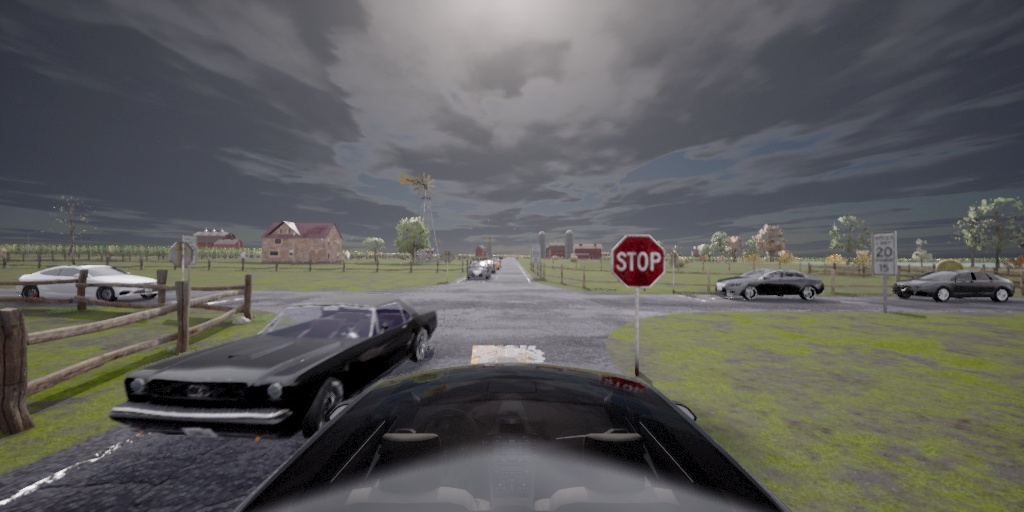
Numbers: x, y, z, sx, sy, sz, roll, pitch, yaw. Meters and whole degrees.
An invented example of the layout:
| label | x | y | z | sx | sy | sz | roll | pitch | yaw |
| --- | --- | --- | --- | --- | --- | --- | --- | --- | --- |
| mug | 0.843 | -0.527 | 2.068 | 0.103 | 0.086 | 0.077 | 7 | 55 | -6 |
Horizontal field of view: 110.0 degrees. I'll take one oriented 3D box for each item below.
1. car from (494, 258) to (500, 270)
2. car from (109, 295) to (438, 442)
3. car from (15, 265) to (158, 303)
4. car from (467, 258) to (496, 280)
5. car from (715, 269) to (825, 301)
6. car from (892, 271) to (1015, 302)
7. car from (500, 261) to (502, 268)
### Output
| label | x | y | z | sx | sy | sz | roll | pitch | yaw |
| --- | --- | --- | --- | --- | --- | --- | --- | --- | --- |
| car | -2.833 | 1.217 | 40.986 | 2.128 | 1.511 | 4.902 | 0 | 0 | 0 |
| car | -2.735 | 1.349 | 5.563 | 1.895 | 1.301 | 4.718 | 0 | 0 | 6 |
| car | -17.234 | 1.095 | 14.686 | 4.674 | 1.442 | 1.812 | 1 | -1 | -1 |
| car | -2.844 | 1.224 | 31.645 | 2.128 | 1.511 | 4.902 | 0 | 0 | 0 |
| car | 12.810 | 1.386 | 17.988 | 4.902 | 1.511 | 2.128 | 1 | -1 | -2 |
| car | 22.212 | 1.489 | 18.154 | 4.892 | 1.490 | 1.837 | 1 | -1 | -1 |
| car | -2.832 | 1.070 | 50.975 | 2.097 | 1.767 | 4.553 | 0 | 0 | 0 |
